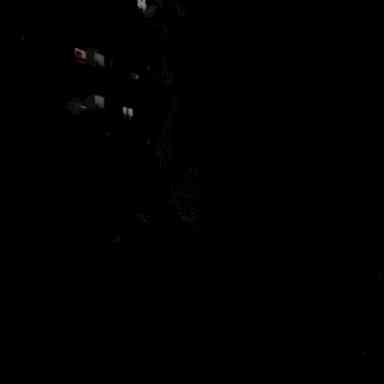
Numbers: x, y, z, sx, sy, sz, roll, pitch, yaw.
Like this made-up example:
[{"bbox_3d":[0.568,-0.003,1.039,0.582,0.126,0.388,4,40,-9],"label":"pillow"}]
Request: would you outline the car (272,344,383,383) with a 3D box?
[{"bbox_3d":[2.109,1.438,1.372,4.097,1.590,1.967,0,0,36],"label":"car"}]
